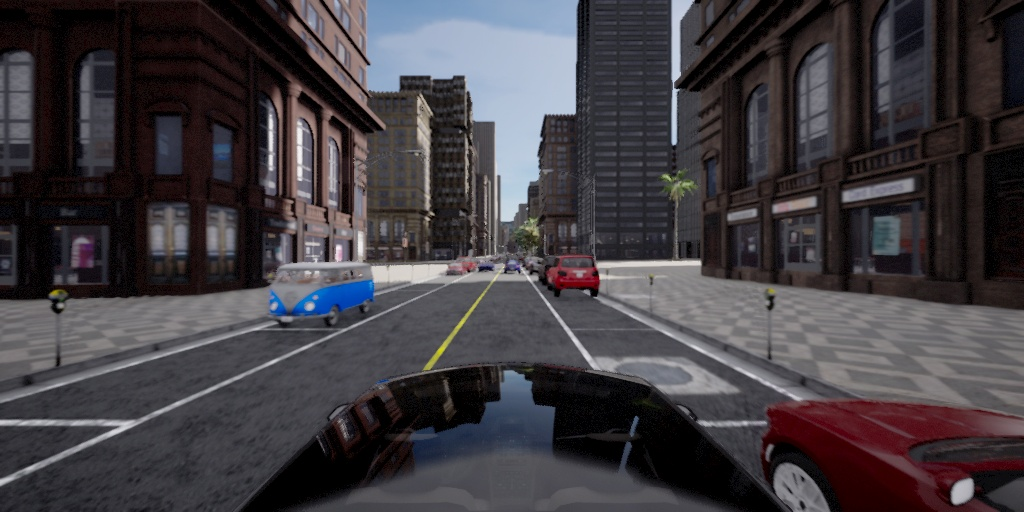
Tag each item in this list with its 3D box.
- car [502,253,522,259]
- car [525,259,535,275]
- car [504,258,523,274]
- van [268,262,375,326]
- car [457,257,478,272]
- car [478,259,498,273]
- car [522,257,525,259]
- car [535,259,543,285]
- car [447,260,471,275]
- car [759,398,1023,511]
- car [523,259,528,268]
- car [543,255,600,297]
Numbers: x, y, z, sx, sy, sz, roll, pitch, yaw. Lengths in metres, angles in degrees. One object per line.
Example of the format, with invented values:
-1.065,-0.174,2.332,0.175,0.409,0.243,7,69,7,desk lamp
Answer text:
0.023,0.947,54.645,2.150,2.045,5.566,0,0,1,car
2.756,1.312,38.749,1.948,1.339,4.313,0,0,0,car
0.051,1.271,41.935,1.812,1.442,4.674,0,-1,0,car
-5.765,1.089,11.285,1.690,1.789,3.998,0,0,0,van
-5.770,1.057,43.090,2.192,1.841,5.009,0,0,0,car
-3.094,1.343,44.033,1.895,1.301,4.718,0,0,0,car
2.753,1.278,60.352,1.948,1.339,4.313,0,0,0,car
3.102,0.976,26.141,2.150,2.045,5.566,0,0,0,car
-5.769,1.327,37.789,1.802,1.307,4.207,0,0,0,car
2.762,1.296,0.954,1.888,1.381,4.507,0,0,0,car
2.754,1.317,49.550,1.802,1.307,4.207,0,0,0,car
3.103,0.969,19.141,2.150,2.045,5.566,0,0,0,car
